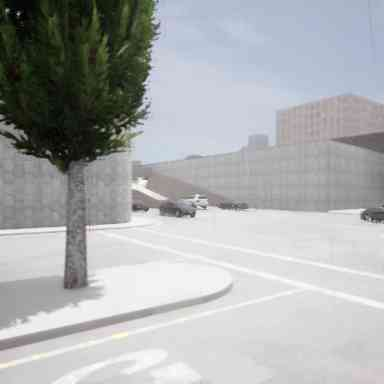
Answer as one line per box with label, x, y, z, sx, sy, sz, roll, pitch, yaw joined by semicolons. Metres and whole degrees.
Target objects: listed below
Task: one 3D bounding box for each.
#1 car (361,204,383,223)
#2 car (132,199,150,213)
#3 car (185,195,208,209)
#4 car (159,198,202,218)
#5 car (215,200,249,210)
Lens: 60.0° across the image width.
car;15.821;1.591;26.214;2.097;1.767;4.553;1;0;-35
car;-6.838;1.654;40.031;1.837;1.490;4.892;1;0;-35
car;0.071;1.463;48.834;2.150;2.045;5.566;1;0;-35
car;-1.451;1.654;32.290;1.837;1.490;4.892;1;0;-35
car;5.590;1.818;47.029;2.033;1.411;5.357;1;0;-35
